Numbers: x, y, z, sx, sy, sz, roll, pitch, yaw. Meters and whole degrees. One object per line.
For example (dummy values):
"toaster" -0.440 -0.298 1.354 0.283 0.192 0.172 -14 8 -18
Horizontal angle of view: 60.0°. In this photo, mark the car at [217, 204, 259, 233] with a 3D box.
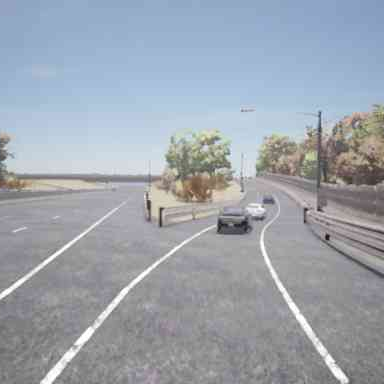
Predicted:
"car" 2.861 1.680 21.319 2.128 1.511 4.902 1 -1 15

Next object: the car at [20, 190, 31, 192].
"car" -31.317 0.349 62.739 1.994 1.385 4.181 0 1 -8

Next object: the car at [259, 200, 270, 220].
"car" 6.084 1.844 31.950 1.812 1.442 4.674 1 0 17

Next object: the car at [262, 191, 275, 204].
"car" 13.506 1.080 58.792 2.097 1.767 4.553 1 3 12

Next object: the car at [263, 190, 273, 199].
"car" 15.634 0.549 68.694 1.812 1.442 4.674 1 4 11

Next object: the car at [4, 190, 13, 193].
"car" -34.645 0.321 61.287 1.837 1.490 4.892 0 1 -8

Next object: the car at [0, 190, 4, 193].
"car" -29.143 0.489 47.282 2.097 1.767 4.553 0 1 -8
